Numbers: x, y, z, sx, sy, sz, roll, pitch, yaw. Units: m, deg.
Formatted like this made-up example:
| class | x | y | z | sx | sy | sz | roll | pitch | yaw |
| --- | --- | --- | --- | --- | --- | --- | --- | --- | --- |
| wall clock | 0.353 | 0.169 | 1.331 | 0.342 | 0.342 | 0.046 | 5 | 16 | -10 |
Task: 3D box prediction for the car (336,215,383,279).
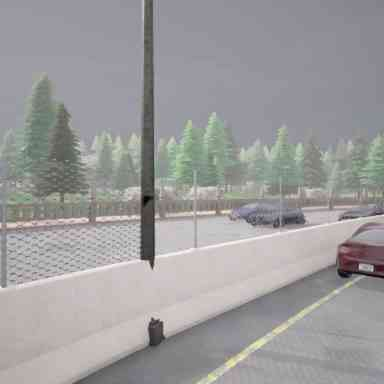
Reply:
| class | x | y | z | sx | sy | sz | roll | pitch | yaw |
| --- | --- | --- | --- | --- | --- | --- | --- | --- | --- |
| car | 5.507 | 1.526 | 9.112 | 1.812 | 1.442 | 4.674 | 0 | 0 | 44 |
